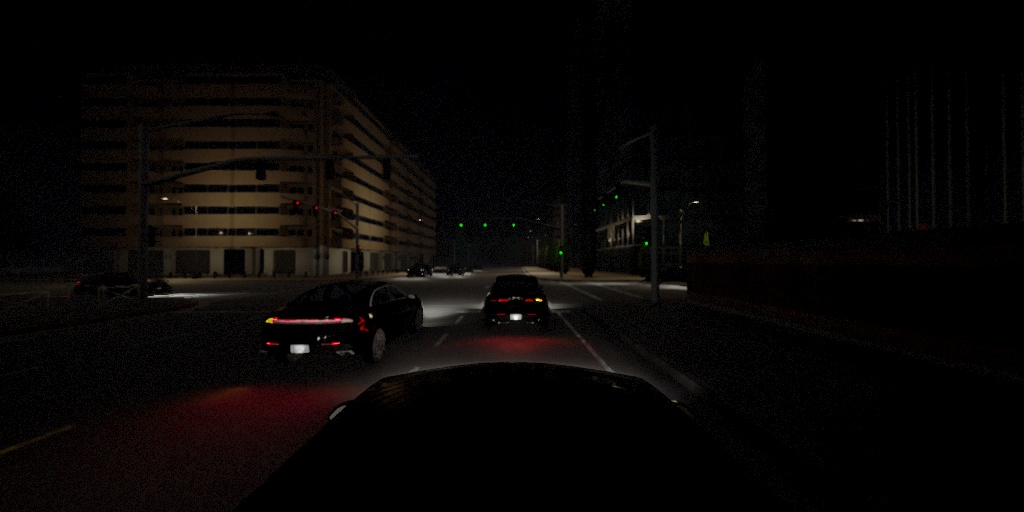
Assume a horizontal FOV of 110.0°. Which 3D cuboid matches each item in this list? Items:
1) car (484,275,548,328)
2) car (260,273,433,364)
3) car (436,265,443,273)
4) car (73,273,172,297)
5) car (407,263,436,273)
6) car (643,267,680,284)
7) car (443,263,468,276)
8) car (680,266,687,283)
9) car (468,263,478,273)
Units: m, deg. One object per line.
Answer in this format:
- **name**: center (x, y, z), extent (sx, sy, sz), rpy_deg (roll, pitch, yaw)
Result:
- **car**: center (0.145, 1.380, 11.893), extent (1.837, 1.490, 4.892), rpy_deg (0, 0, 1)
- **car**: center (-3.434, 1.322, 8.245), extent (2.128, 1.511, 4.902), rpy_deg (0, -1, 0)
- **car**: center (-10.858, 2.016, 55.996), extent (1.895, 1.301, 4.718), rpy_deg (0, -1, 1)
- **car**: center (-22.392, 1.665, 20.758), extent (4.181, 1.385, 1.994), rpy_deg (1, -1, 0)
- **car**: center (-10.968, 1.605, 42.780), extent (2.097, 1.767, 4.553), rpy_deg (0, -1, 2)
- **car**: center (13.987, 1.657, 31.251), extent (4.902, 1.511, 2.128), rpy_deg (0, -1, 0)
- **car**: center (-7.424, 1.815, 47.430), extent (1.837, 1.490, 4.892), rpy_deg (0, -1, 0)
- **car**: center (16.083, 1.629, 27.744), extent (4.892, 1.490, 1.837), rpy_deg (0, -1, 0)
- **car**: center (-7.326, 1.931, 58.070), extent (2.128, 1.511, 4.902), rpy_deg (0, -1, 1)
